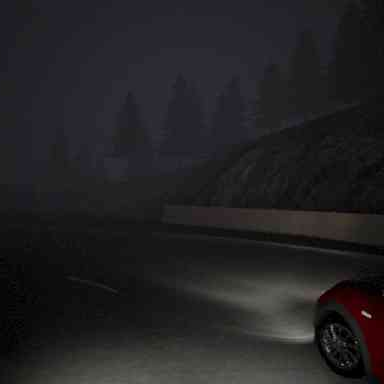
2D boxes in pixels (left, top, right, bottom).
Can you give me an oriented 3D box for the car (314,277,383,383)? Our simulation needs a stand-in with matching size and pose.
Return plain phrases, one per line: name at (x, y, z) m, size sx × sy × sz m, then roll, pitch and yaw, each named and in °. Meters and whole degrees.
car at (3.064, 1.350, 2.900) m, size 2.097 × 1.767 × 4.553 m, roll 0°, pitch 0°, yaw -12°
